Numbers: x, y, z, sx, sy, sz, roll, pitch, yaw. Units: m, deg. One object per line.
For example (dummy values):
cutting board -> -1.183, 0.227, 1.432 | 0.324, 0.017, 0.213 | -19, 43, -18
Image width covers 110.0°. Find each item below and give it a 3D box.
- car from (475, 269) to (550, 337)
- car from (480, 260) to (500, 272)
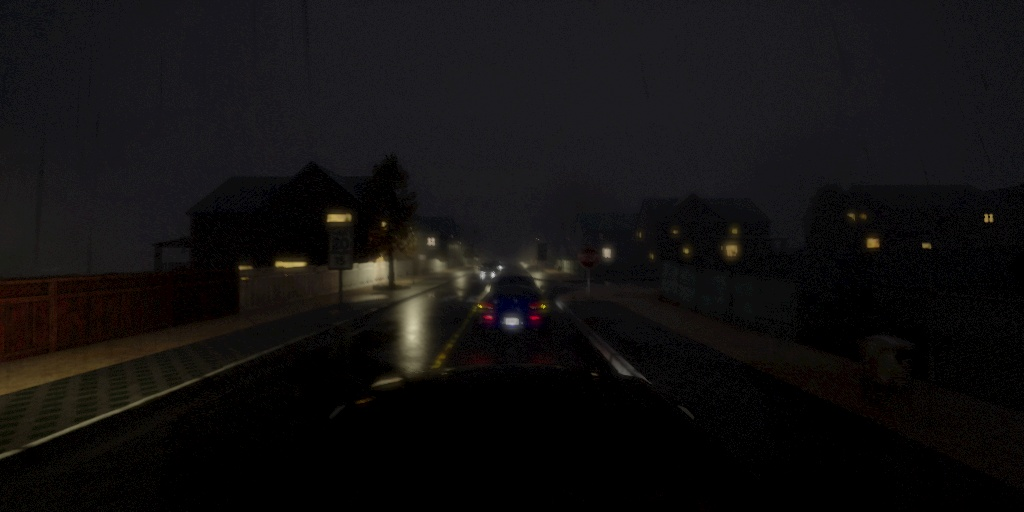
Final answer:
car -> 0.028, 1.271, 10.167 | 1.812, 1.442, 4.674 | 0, 0, 1
car -> -2.848, 1.289, 44.513 | 1.994, 1.385, 4.181 | 0, 0, 0
